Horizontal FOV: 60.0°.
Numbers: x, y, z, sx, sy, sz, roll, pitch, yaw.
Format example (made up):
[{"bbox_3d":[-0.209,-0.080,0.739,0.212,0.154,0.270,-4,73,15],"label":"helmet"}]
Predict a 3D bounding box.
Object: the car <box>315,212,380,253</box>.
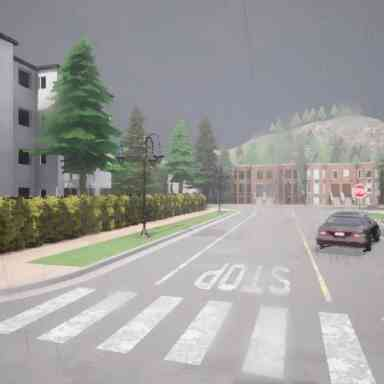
[{"bbox_3d":[6.585,1.538,13.835,2.033,1.411,5.357,0,0,33],"label":"car"}]
